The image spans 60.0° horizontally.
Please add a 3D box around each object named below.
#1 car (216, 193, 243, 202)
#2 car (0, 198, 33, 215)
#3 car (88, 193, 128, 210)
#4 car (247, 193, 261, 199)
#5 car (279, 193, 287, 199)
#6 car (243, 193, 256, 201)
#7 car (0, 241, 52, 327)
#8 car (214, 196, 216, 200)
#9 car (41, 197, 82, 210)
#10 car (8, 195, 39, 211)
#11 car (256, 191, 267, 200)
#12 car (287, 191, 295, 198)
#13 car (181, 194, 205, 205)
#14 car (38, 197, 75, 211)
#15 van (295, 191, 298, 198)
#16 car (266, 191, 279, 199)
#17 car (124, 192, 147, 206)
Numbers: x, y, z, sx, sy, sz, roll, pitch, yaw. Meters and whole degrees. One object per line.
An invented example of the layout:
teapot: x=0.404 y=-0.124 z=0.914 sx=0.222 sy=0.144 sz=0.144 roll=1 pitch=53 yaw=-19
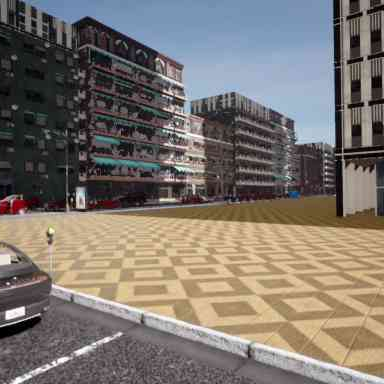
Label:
car: x=6.682 y=1.093 z=59.241 sx=2.008 sy=1.369 sz=4.403 roll=-1 pitch=0 yaw=36
car: x=-16.083 y=1.413 z=27.955 sx=1.802 sy=1.307 sz=4.206 roll=-1 pitch=0 yaw=36
car: x=-9.580 y=1.186 z=36.894 sx=1.967 sy=1.590 sz=4.097 roll=-1 pitch=0 yaw=36
car: x=16.169 y=1.040 z=86.520 sx=1.947 sy=1.339 sz=4.313 roll=-1 pitch=0 yaw=36
car: x=19.691 y=0.938 z=77.119 sx=2.008 sy=1.369 sz=4.403 roll=-1 pitch=0 yaw=36
car: x=9.934 y=1.048 z=63.711 sx=1.887 sy=1.381 sz=4.507 roll=-1 pitch=0 yaw=36
car: x=-4.372 y=1.553 z=6.184 sx=4.403 sy=1.369 sz=2.008 roll=0 pitch=-1 yaw=36
car: x=6.410 y=1.029 z=73.111 sx=1.967 sy=1.590 sz=4.097 roll=-1 pitch=0 yaw=36
car: x=-16.354 y=1.415 z=41.826 sx=1.887 sy=1.381 sz=4.507 roll=-1 pitch=0 yaw=36
car: x=-19.609 y=1.228 z=37.356 sx=2.192 sy=1.841 sz=5.009 roll=-1 pitch=0 yaw=36
car: x=13.187 y=1.046 z=68.180 sx=1.802 sy=1.307 sz=4.206 roll=-1 pitch=0 yaw=36
car: x=22.944 y=0.932 z=81.589 sx=1.802 sy=1.307 sz=4.206 roll=-1 pitch=0 yaw=36
car: x=0.176 y=1.062 z=50.302 sx=1.967 sy=1.590 sz=4.097 roll=-1 pitch=0 yaw=36
car: x=-15.082 y=1.368 z=39.183 sx=1.812 sy=1.442 sz=4.674 roll=-1 pitch=0 yaw=36
van: x=26.193 y=0.654 z=86.058 sx=1.690 sy=1.788 sz=3.998 roll=-1 pitch=0 yaw=36
car: x=16.436 y=0.740 z=72.649 sx=2.192 sy=1.841 sz=5.009 roll=-1 pitch=0 yaw=36
car: x=-8.936 y=0.985 z=47.628 sx=2.150 sy=2.045 sz=5.566 roll=-1 pitch=0 yaw=36
